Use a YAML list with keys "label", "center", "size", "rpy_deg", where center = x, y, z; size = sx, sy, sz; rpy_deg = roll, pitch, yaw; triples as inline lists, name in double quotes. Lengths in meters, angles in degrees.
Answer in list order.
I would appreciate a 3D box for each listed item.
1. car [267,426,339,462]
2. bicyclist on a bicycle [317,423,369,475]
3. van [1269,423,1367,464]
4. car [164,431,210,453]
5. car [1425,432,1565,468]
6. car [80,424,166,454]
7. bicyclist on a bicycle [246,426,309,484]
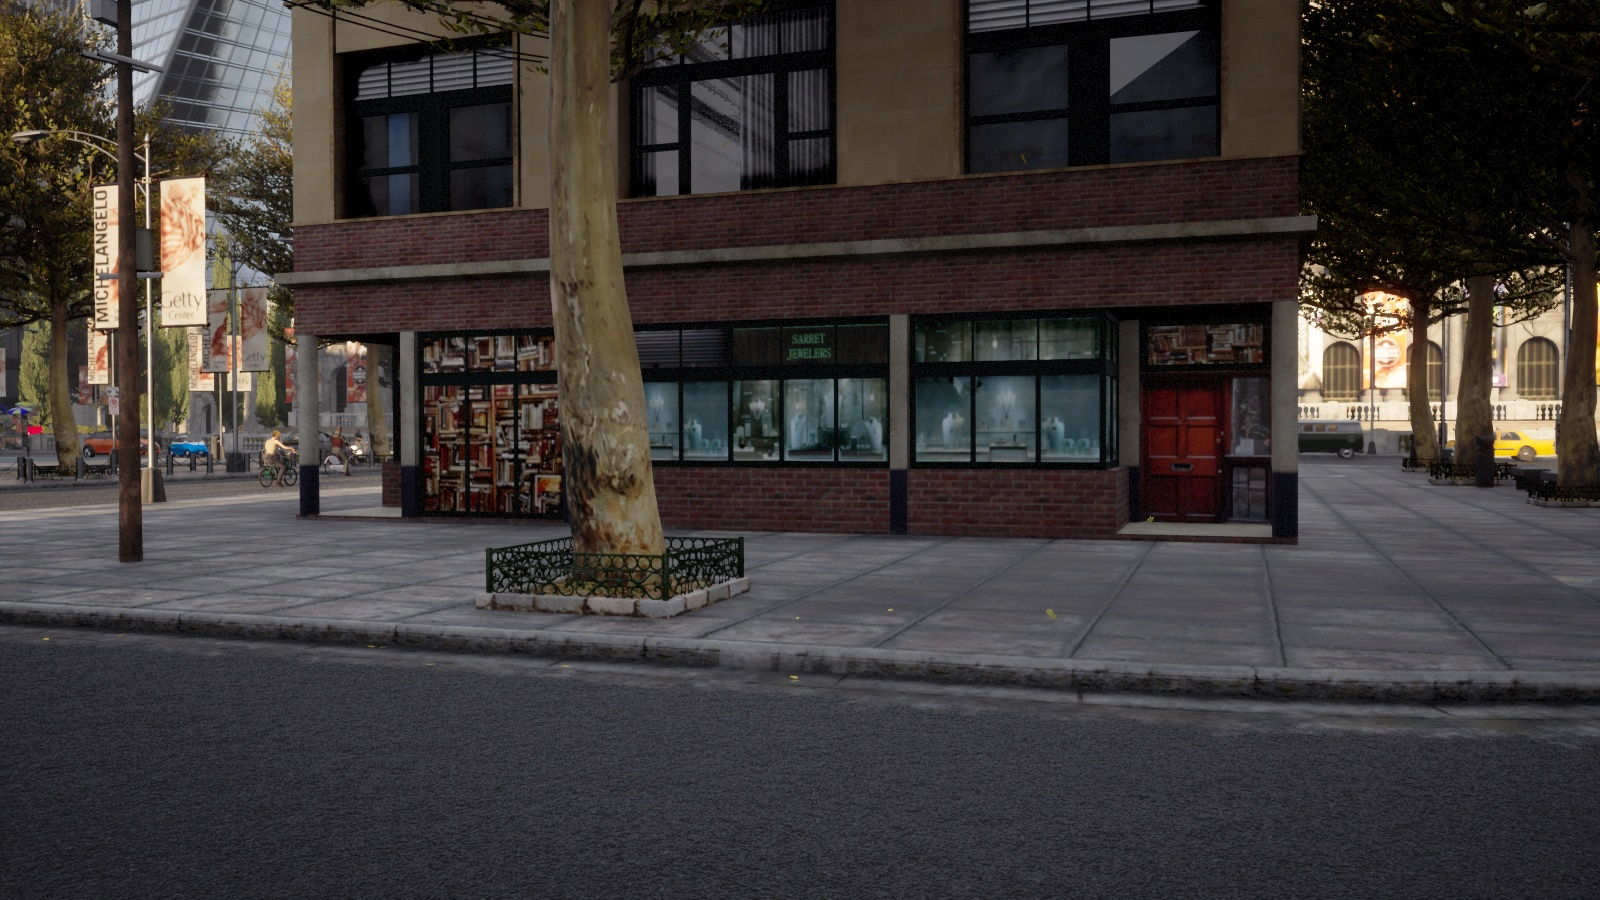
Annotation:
- label: "car"
  center: [-23.384, -0.312, 59.258]
  size: [1.851, 1.617, 3.988]
  rpy_deg: [0, 1, -1]
- label: "bicyclist on a bicycle"
  center: [-15.905, -0.063, 43.725]
  size: [0.659, 1.776, 1.843]
  rpy_deg: [1, 1, 20]
- label: "van"
  center: [26.085, -0.336, 63.368]
  size: [4.442, 1.987, 1.775]
  rpy_deg: [1, 1, 20]
- label: "car"
  center: [-38.622, -0.531, 79.176]
  size: [2.207, 1.376, 1.481]
  rpy_deg: [0, 1, 20]
- label: "car"
  center: [31.766, -0.037, 57.589]
  size: [5.366, 1.575, 1.801]
  rpy_deg: [1, 1, 20]
- label: "car"
  center: [-41.183, -0.692, 76.372]
  size: [4.553, 1.767, 2.097]
  rpy_deg: [1, 1, 19]
- label: "bicyclist on a bicycle"
  center: [-14.920, 0.132, 35.906]
  size: [0.866, 1.612, 1.509]
  rpy_deg: [1, 1, 20]
